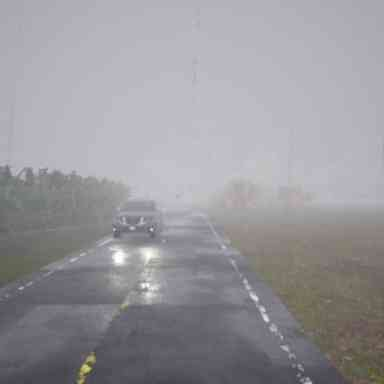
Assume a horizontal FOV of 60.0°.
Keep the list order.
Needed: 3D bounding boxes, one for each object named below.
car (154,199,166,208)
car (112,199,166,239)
[{"bbox_3d":[-5.884,2.035,60.803,1.882,1.535,5.008,0,0,-9],"label":"car"},{"bbox_3d":[-2.858,1.405,18.714,2.150,2.045,5.566,0,-1,0],"label":"car"}]
